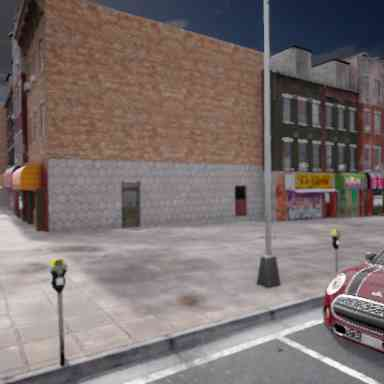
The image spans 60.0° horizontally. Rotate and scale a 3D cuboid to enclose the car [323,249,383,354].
[{"bbox_3d":[4.008,1.419,5.440,4.097,1.590,1.967,0,-1,-33],"label":"car"}]
